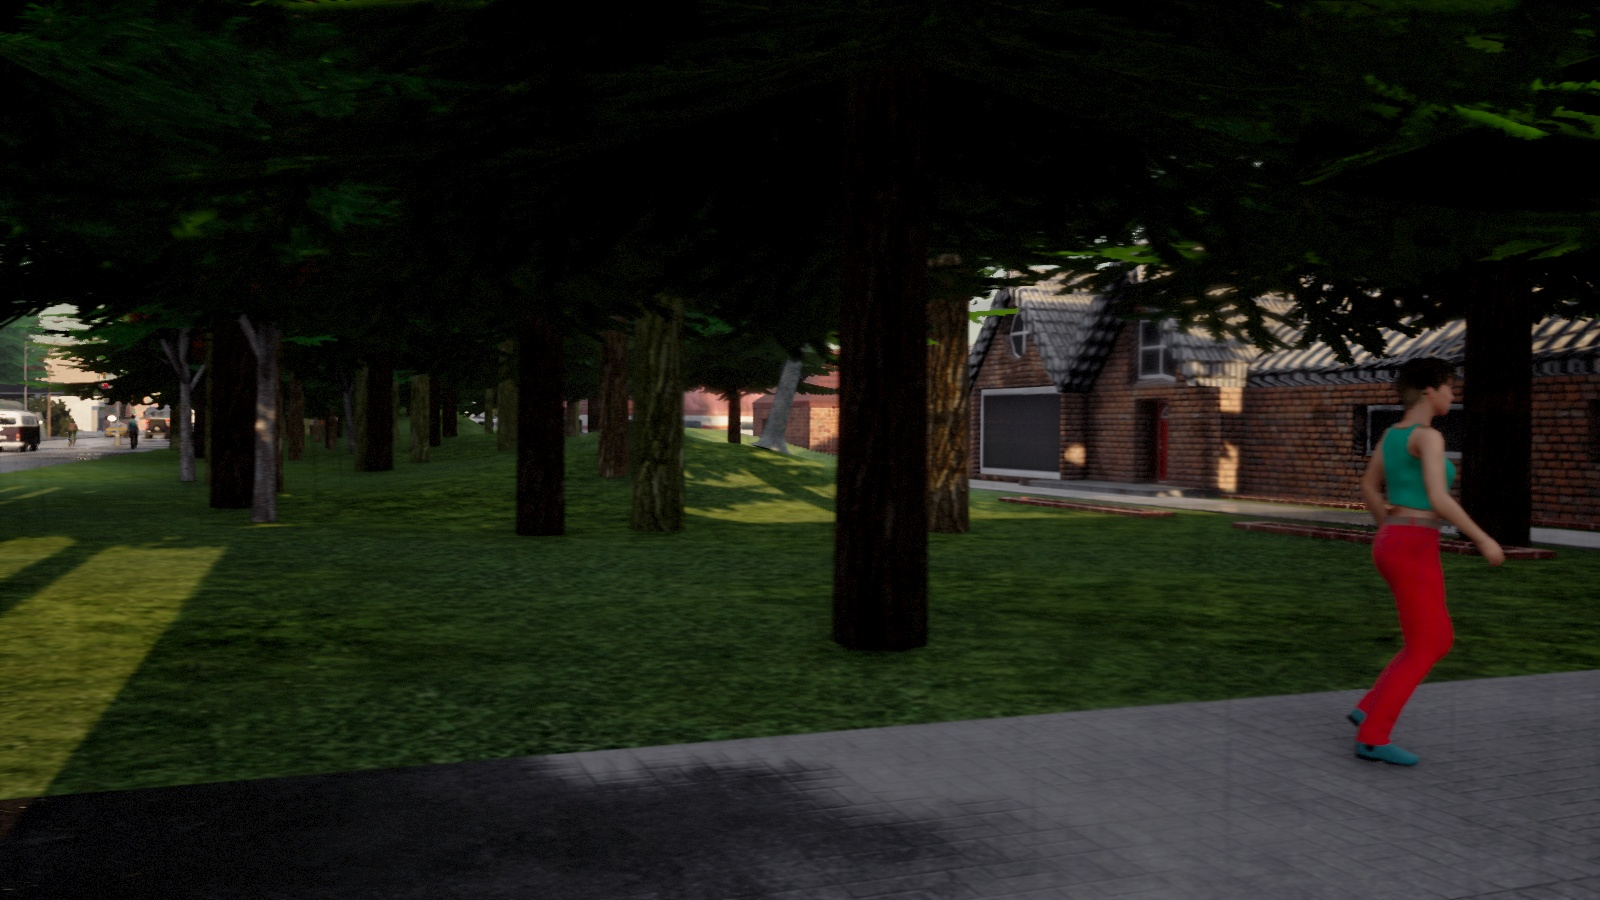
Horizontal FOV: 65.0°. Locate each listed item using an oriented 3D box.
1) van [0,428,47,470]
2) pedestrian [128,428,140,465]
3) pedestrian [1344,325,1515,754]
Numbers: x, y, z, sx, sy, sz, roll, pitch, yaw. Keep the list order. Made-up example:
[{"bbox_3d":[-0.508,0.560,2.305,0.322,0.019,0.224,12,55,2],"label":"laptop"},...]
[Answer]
[{"bbox_3d":[-39.200,-0.069,62.584,2.069,2.038,4.480,-1,1,-21],"label":"van"},{"bbox_3d":[-35.242,-0.191,66.452,0.396,1.930,0.692,-1,1,-12],"label":"pedestrian"},{"bbox_3d":[2.784,0.386,5.579,0.594,1.836,0.345,-1,1,6],"label":"pedestrian"}]
